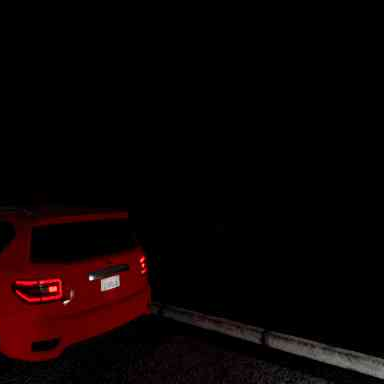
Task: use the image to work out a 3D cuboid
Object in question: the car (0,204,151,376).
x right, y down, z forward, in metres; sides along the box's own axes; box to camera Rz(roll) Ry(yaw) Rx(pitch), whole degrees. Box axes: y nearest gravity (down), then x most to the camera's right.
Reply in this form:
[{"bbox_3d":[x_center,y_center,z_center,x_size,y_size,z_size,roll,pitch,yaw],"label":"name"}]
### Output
[{"bbox_3d":[-3.215,1.229,5.670,5.566,2.045,2.150,0,0,35],"label":"car"}]
